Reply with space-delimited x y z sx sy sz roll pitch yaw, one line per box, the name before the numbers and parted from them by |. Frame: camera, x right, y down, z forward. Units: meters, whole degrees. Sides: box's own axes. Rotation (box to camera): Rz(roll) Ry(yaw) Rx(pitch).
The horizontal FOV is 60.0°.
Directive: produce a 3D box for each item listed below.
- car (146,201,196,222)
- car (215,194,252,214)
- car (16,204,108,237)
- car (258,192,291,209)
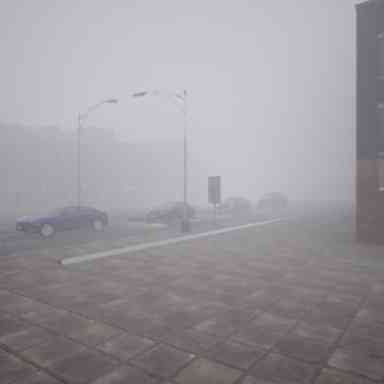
car | -1.498 1.457 25.737 1.812 1.442 4.674 0 0 35
car | 4.244 1.246 33.869 2.097 1.767 4.553 0 0 35
car | -6.883 1.444 18.097 1.882 1.535 5.008 0 0 35
car | 10.359 1.080 42.490 2.150 2.045 5.566 0 0 35
